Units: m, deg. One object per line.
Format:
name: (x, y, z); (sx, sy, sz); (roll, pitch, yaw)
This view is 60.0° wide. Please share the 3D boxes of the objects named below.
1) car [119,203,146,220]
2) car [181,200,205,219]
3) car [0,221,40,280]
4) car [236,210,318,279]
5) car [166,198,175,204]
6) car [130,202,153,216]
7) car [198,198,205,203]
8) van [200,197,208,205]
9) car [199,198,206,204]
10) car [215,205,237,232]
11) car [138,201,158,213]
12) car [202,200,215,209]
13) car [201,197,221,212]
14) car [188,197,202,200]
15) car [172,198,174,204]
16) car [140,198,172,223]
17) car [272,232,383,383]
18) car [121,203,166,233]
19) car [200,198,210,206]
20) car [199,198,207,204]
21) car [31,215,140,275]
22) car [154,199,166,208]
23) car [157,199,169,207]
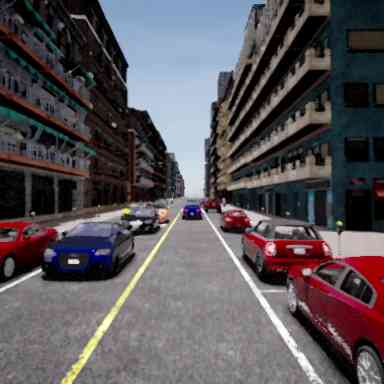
car: (-5.679, 1.800, 32.240); (1.752, 1.417, 4.829); (1, 0, 0)
car: (0.014, 1.798, 31.913); (1.812, 1.442, 4.674); (0, 0, 0)
car: (-5.682, 1.633, 10.317); (1.887, 1.381, 4.507); (1, 0, 0)
car: (2.700, 1.528, 10.303); (1.967, 1.590, 4.097); (1, 0, 0)
car: (-5.673, 2.312, 87.642); (2.008, 1.369, 4.403); (1, -1, 0)
car: (-5.679, 1.875, 37.933); (2.008, 1.369, 4.403); (1, 0, 0)
car: (2.708, 2.376, 93.151); (1.947, 1.339, 4.313); (0, -1, 0)
van: (2.709, 2.002, 76.583); (1.690, 1.788, 3.998); (0, -1, 0)
car: (2.708, 2.305, 87.628); (1.887, 1.381, 4.507); (0, -1, 0)
car: (2.700, 1.764, 21.348); (1.802, 1.307, 4.206); (1, 0, 0)
car: (-5.678, 1.916, 43.457); (1.887, 1.381, 4.507); (1, 0, 0)
car: (2.705, 2.033, 54.488); (1.947, 1.339, 4.313); (1, 0, 0)
car: (2.706, 1.686, 43.444); (2.192, 1.841, 5.009); (1, 0, 0)
car: (0.052, 1.743, 45.769); (2.097, 1.767, 4.553); (0, -1, 0)
car: (-5.673, 2.262, 82.119); (2.008, 1.369, 4.403); (1, -1, 0)
car: (-2.997, 1.612, 27.051); (2.097, 1.767, 4.553); (0, 0, 0)
car: (2.699, 1.586, 4.779); (1.887, 1.381, 4.507); (1, 0, 0)
car: (-3.084, 1.670, 20.837); (2.128, 1.511, 4.902); (0, -1, 0)
car: (2.708, 2.052, 71.059); (1.967, 1.590, 4.097); (1, -1, 0)
car: (2.708, 2.255, 82.104); (1.887, 1.381, 4.507); (0, -1, 0)
car: (-3.088, 1.656, 10.691); (1.994, 1.385, 4.181); (0, 0, 0)
car: (-5.675, 2.039, 59.855); (1.752, 1.417, 4.829); (1, 0, 0)
car: (-5.675, 2.115, 65.549); (2.008, 1.369, 4.403); (1, -1, 0)
